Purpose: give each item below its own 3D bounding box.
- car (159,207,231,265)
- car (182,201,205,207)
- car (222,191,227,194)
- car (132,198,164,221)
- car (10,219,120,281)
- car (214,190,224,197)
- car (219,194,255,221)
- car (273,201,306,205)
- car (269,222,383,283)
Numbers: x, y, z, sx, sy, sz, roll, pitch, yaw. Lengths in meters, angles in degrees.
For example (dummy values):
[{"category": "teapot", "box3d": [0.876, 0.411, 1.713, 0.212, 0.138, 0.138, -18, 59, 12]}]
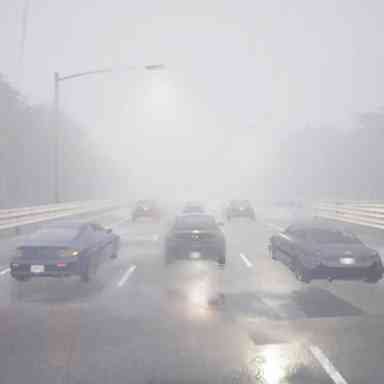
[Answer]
[{"category": "car", "box3d": [0.099, 1.490, 11.581, 1.837, 1.490, 4.892, 0, 0, 0]}, {"category": "car", "box3d": [0.102, 1.436, 27.762, 1.812, 1.442, 4.674, 0, 0, 0]}, {"category": "car", "box3d": [7.236, 1.051, 60.591, 1.994, 1.385, 4.181, 0, 0, -4]}, {"category": "car", "box3d": [-3.390, 1.271, 26.459, 2.097, 1.767, 4.553, 0, 0, 0]}, {"category": "car", "box3d": [-3.406, 1.515, 9.648, 1.812, 1.442, 4.674, 0, 0, 0]}, {"category": "car", "box3d": [7.047, 0.594, 78.224, 2.150, 2.045, 5.566, 0, 0, 0]}, {"category": "car", "box3d": [3.610, 1.271, 26.457, 2.097, 1.767, 4.553, 0, 0, 0]}, {"category": "car", "box3d": [11.090, 1.204, 38.136, 2.128, 1.511, 4.902, 0, 0, -16]}, {"category": "car", "box3d": [3.593, 1.554, 9.678, 1.994, 1.385, 4.181, 0, 0, 0]}]
